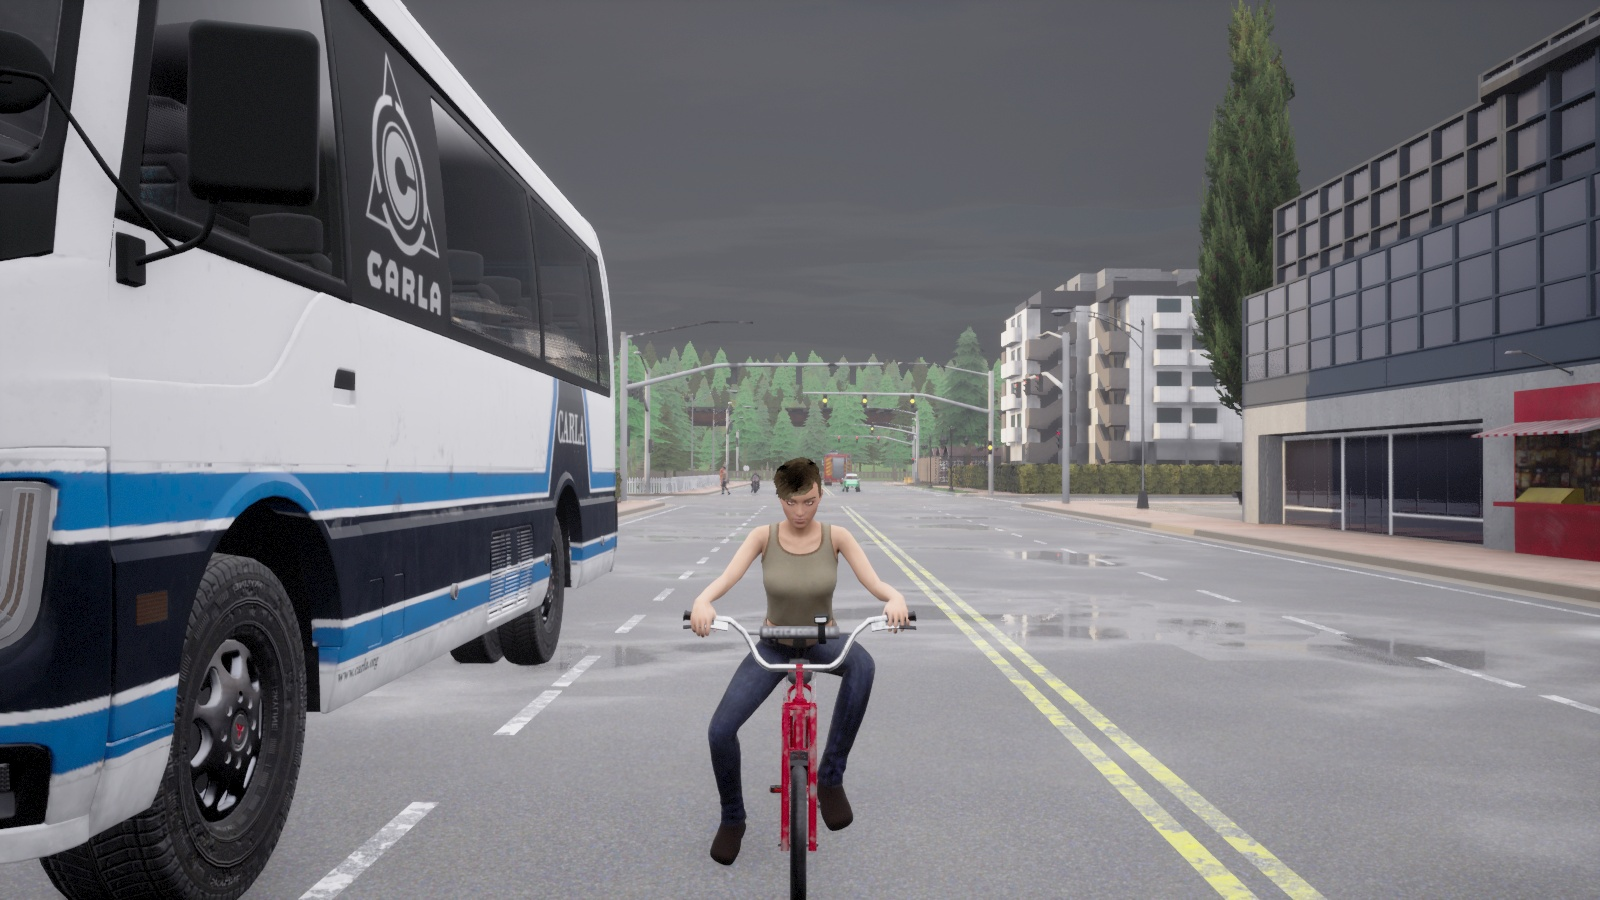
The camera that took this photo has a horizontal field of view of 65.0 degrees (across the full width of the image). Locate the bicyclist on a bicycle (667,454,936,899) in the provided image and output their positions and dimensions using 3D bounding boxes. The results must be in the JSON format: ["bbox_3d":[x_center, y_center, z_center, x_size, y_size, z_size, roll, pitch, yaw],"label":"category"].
[{"bbox_3d":[0.005,0.832,4.830,0.866,1.612,1.509,0,-1,0],"label":"bicyclist on a bicycle"}]

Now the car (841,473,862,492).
[{"bbox_3d":[3.896,2.444,94.954,1.481,1.376,2.207,0,-1,0],"label":"car"}]

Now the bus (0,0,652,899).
[{"bbox_3d":[-3.490,-0.422,7.526,3.944,4.253,10.273,0,-1,0],"label":"bus"}]
